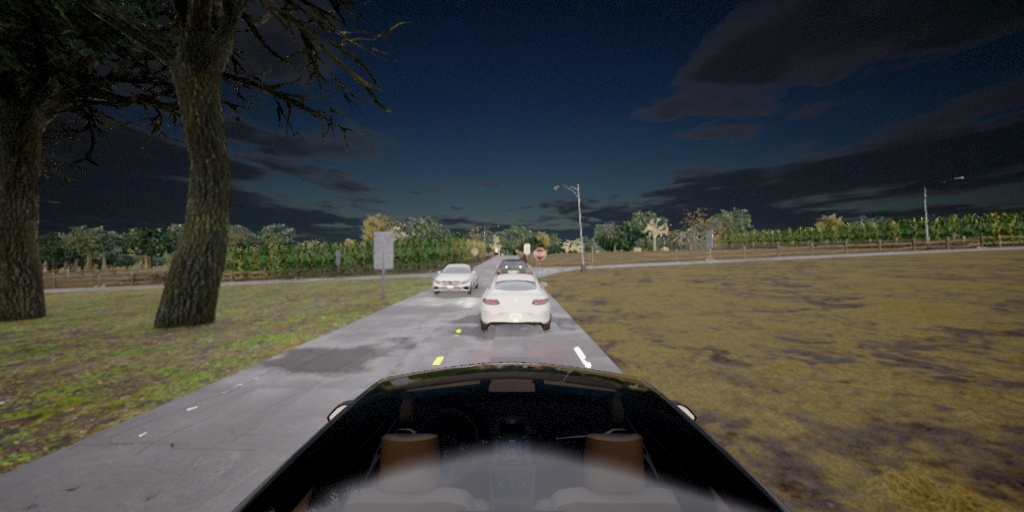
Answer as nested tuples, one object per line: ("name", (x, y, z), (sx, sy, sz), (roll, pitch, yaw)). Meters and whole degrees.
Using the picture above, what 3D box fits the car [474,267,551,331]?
("car", (0.093, 1.215, 10.652), (1.812, 1.442, 4.674), (0, 1, 0))

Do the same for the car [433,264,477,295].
("car", (-2.818, 1.142, 18.801), (1.812, 1.442, 4.674), (0, 0, 0))

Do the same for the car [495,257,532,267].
("car", (0.078, 0.944, 20.885), (2.097, 1.767, 4.553), (0, 1, 0))
